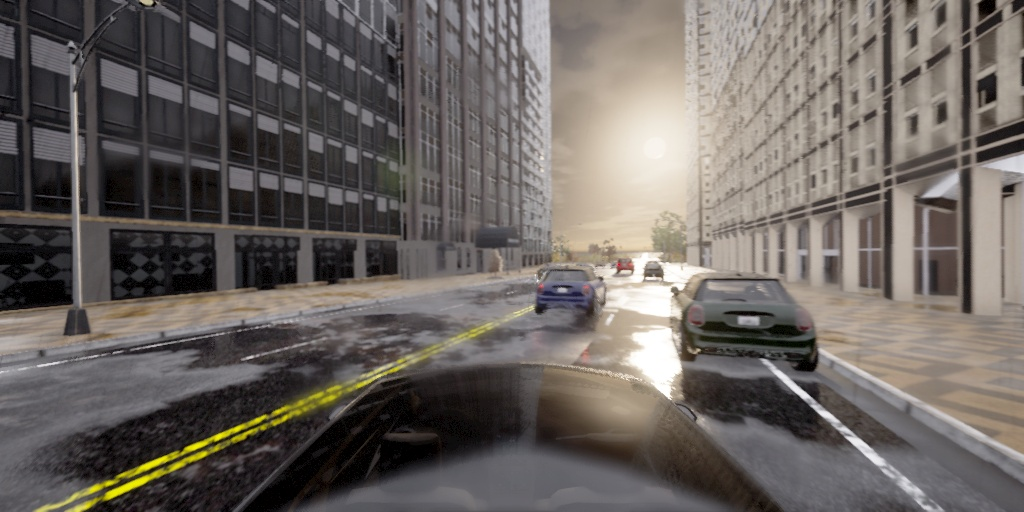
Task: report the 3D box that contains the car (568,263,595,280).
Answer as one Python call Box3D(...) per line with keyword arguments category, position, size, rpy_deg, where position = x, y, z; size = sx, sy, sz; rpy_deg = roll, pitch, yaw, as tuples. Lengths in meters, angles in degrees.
Box3D(category="car", position=(7.014, 1.527, 35.940), size=(1.837, 1.490, 4.892), rpy_deg=(-1, -1, 21))

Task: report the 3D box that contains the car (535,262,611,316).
Box3D(category="car", position=(2.468, 1.203, 14.145), size=(2.097, 1.767, 4.553), rpy_deg=(-1, -1, 21))

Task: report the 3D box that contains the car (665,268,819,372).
Box3D(category="car", position=(4.756, 1.129, 8.064), size=(2.097, 1.767, 4.553), rpy_deg=(-1, -1, 21))

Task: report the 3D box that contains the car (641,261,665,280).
Box3D(category="car", position=(13.430, 1.467, 34.061), size=(1.837, 1.490, 4.892), rpy_deg=(-1, 0, 21))

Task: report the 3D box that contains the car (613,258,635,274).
Box3D(category="car", position=(15.170, 1.289, 47.809), size=(2.150, 2.045, 5.566), rpy_deg=(-1, -1, 21))

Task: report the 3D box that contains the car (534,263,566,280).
Box3D(category="car", position=(4.041, 1.547, 37.268), size=(2.128, 1.511, 4.902), rpy_deg=(-1, -1, 21))
